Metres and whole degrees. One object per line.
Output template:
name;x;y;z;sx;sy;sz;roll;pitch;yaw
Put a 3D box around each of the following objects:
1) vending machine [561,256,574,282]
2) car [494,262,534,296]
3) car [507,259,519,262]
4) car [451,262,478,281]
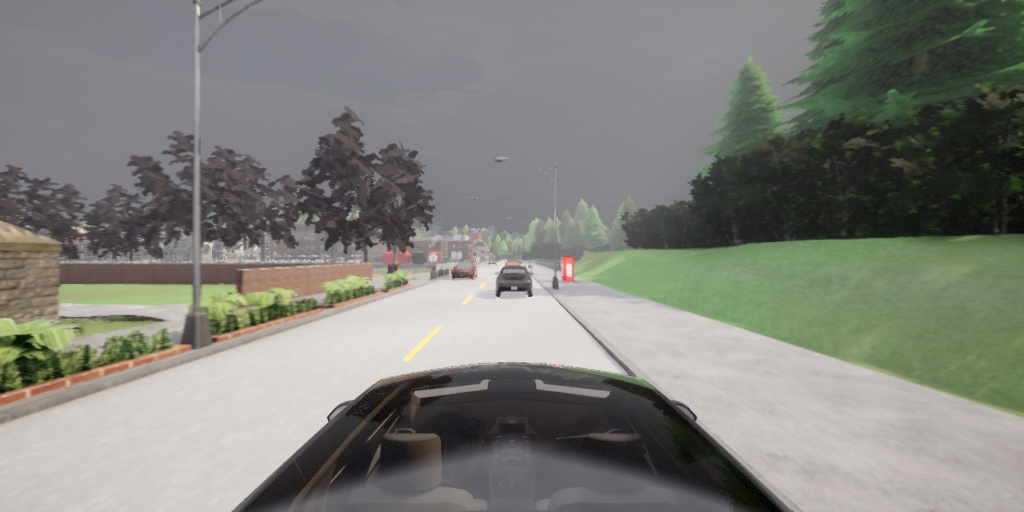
vending machine;4.310;0.996;27.647;1.100;2.100;0.880;0;0;0
car;0.110;1.291;19.703;1.837;1.490;4.892;0;0;0
car;0.116;1.190;46.823;2.097;1.767;4.553;0;0;0
car;-4.075;1.286;31.438;1.882;1.535;5.008;0;0;0
